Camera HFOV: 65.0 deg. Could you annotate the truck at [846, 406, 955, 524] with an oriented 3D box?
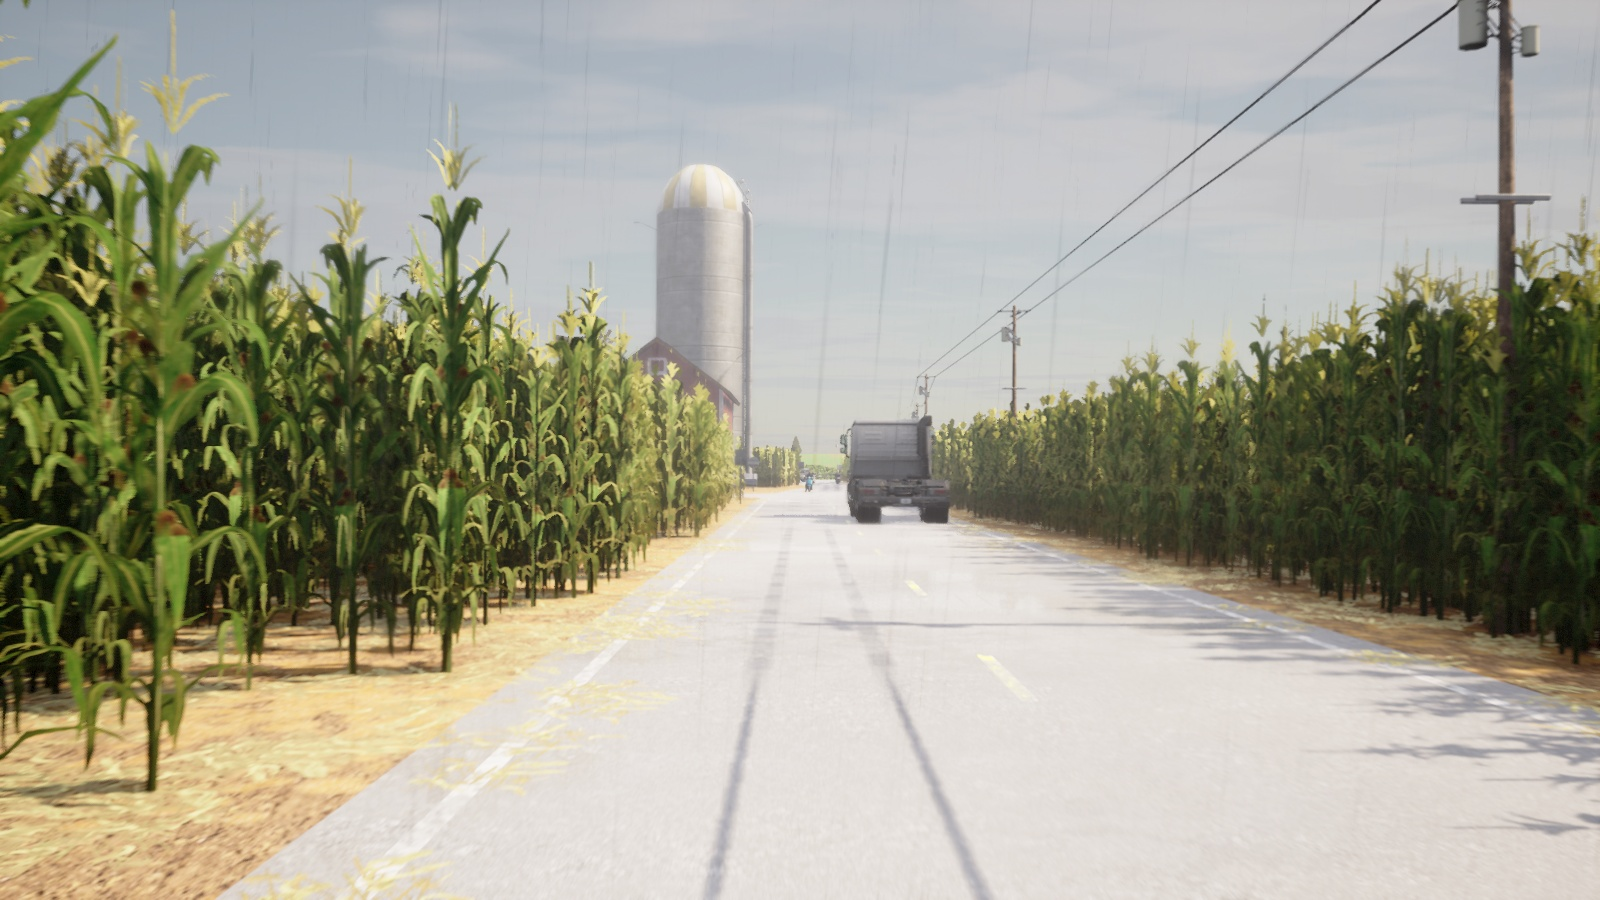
[{"bbox_3d":[3.103,0.506,40.980,2.891,3.462,7.936,0,-1,0],"label":"truck"}]
